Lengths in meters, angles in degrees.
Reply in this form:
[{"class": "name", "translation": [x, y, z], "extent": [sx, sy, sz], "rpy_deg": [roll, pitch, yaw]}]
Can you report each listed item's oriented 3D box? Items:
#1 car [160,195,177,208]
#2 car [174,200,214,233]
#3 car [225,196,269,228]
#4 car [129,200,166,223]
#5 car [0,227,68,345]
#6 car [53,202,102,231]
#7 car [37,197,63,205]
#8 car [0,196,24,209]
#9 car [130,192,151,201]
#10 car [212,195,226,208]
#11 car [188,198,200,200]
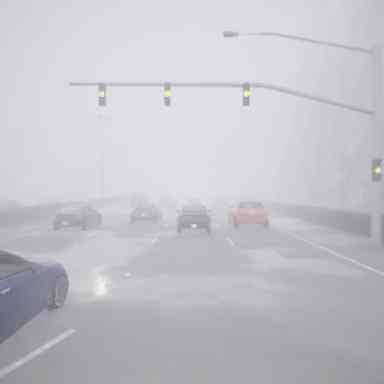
[{"class": "car", "translation": [-3.208, 1.147, 44.528], "extent": [2.097, 1.767, 4.553], "rpy_deg": [0, 1, 0]}, {"class": "car", "translation": [0.117, 1.481, 19.649], "extent": [1.837, 1.490, 4.892], "rpy_deg": [0, 0, 0]}, {"class": "car", "translation": [3.631, 1.320, 22.126], "extent": [2.097, 1.767, 4.553], "rpy_deg": [0, 0, 0]}, {"class": "car", "translation": [-3.354, 1.520, 25.006], "extent": [1.994, 1.385, 4.181], "rpy_deg": [0, 0, 0]}, {"class": "car", "translation": [-3.412, 1.528, 4.838], "extent": [1.812, 1.442, 4.674], "rpy_deg": [0, 0, 0]}, {"class": "car", "translation": [-6.894, 1.499, 20.317], "extent": [1.812, 1.442, 4.674], "rpy_deg": [0, 0, 0]}, {"class": "car", "translation": [-17.337, 1.363, 40.888], "extent": [1.812, 1.442, 4.674], "rpy_deg": [0, 1, 0]}, {"class": "car", "translation": [-17.418, 1.408, 30.598], "extent": [1.882, 1.535, 5.008], "rpy_deg": [0, 0, 0]}, {"class": "car", "translation": [-6.716, 1.029, 43.502], "extent": [2.150, 2.045, 5.566], "rpy_deg": [0, 1, 0]}, {"class": "car", "translation": [3.792, 1.148, 44.491], "extent": [2.097, 1.767, 4.553], "rpy_deg": [0, 1, 0]}, {"class": "car", "translation": [0.264, 1.384, 40.995], "extent": [2.033, 1.411, 5.357], "rpy_deg": [0, 1, 0]}]
